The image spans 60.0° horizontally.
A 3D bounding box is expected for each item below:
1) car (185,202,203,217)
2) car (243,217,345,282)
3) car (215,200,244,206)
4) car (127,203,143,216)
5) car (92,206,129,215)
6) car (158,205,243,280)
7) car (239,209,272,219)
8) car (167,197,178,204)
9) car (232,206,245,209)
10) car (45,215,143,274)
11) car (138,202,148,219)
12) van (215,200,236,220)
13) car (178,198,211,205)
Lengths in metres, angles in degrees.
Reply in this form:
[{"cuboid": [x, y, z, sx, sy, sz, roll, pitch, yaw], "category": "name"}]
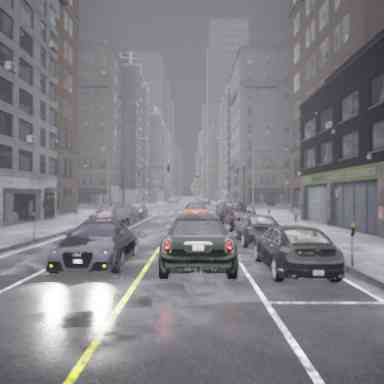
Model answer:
[{"cuboid": [0.317, 1.873, 36.548, 1.812, 1.442, 4.674, 0, -1, 2], "category": "car"}, {"cuboid": [2.936, 1.646, 9.841, 2.008, 1.369, 4.403, 0, -1, 1], "category": "car"}, {"cuboid": [3.087, 1.567, 26.413, 2.192, 1.841, 5.009, 0, -1, 1], "category": "car"}, {"cuboid": [-5.440, 1.816, 26.481, 1.947, 1.339, 4.313, 0, -1, 1], "category": "car"}, {"cuboid": [-5.490, 1.779, 20.957, 1.802, 1.307, 4.206, 0, -1, 1], "category": "car"}, {"cuboid": [0.181, 1.452, 10.494, 2.097, 1.767, 4.553, 0, -1, 1], "category": "car"}, {"cuboid": [2.986, 1.699, 15.364, 2.008, 1.369, 4.403, 0, -1, 1], "category": "car"}, {"cuboid": [-5.420, 2.301, 87.031, 1.967, 1.590, 4.097, 0, -1, -1], "category": "car"}, {"cuboid": [3.036, 1.766, 20.887, 1.947, 1.339, 4.313, 0, -1, 1], "category": "car"}, {"cuboid": [-3.014, 1.666, 10.793, 1.994, 1.385, 4.181, 0, -1, 1], "category": "car"}, {"cuboid": [-5.389, 1.742, 32.007, 1.967, 1.590, 4.097, 0, -1, 1], "category": "car"}, {"cuboid": [3.137, 1.646, 31.936, 1.690, 1.788, 3.998, 0, -1, 1], "category": "van"}, {"cuboid": [0.319, 1.603, 26.150, 2.097, 1.767, 4.553, 0, 0, 3], "category": "car"}]
